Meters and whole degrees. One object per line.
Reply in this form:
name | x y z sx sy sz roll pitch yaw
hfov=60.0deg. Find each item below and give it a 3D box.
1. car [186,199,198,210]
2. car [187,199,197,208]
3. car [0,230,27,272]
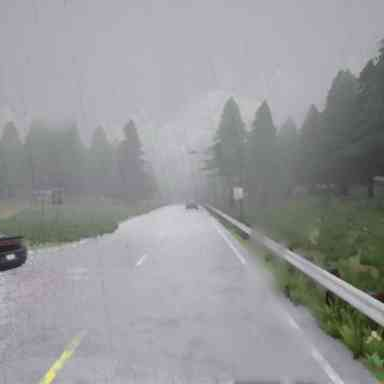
car | 0.000 2.098 52.161 1.895 1.301 4.718 0 -1 0
car | 0.000 2.096 62.124 1.837 1.490 4.892 0 -1 0
car | -7.028 1.487 9.075 5.008 1.535 1.882 0 -2 13
